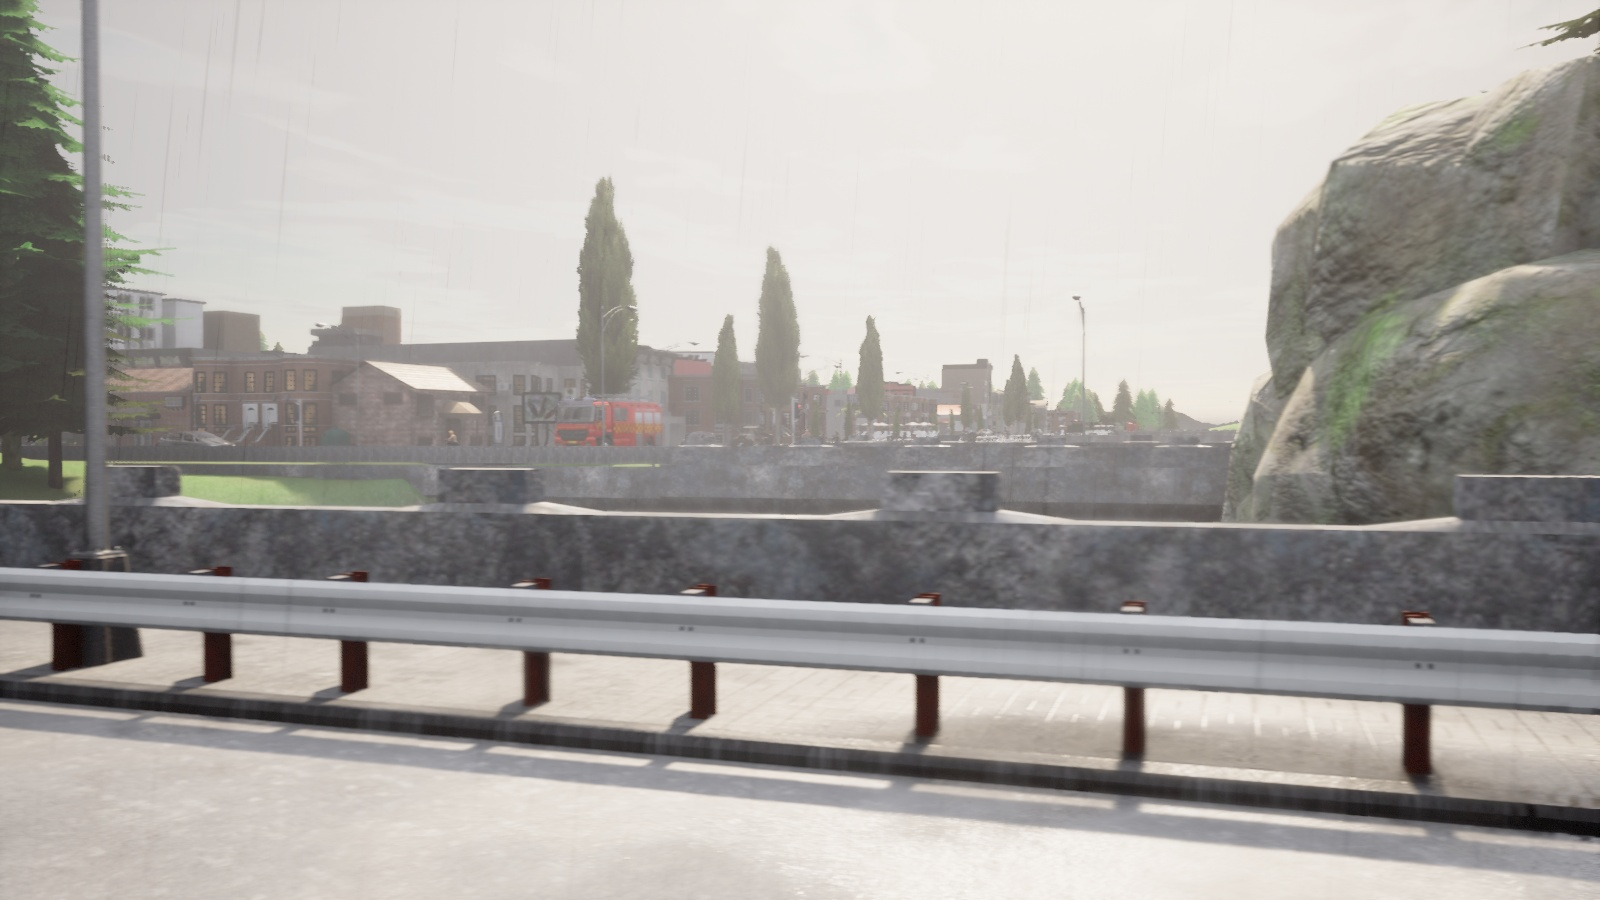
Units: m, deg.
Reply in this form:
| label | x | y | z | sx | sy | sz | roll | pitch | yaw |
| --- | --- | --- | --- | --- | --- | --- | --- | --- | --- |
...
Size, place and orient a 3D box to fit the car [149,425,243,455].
| label | x | y | z | sx | sy | sz | roll | pitch | yaw |
| --- | --- | --- | --- | --- | --- | --- | --- | --- | --- |
| car | -34.554 | -0.610 | 71.853 | 4.611 | 1.667 | 2.242 | 1 | 1 | 19 |

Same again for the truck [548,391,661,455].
| label | x | y | z | sx | sy | sz | roll | pitch | yaw |
| --- | --- | --- | --- | --- | --- | --- | --- | --- | --- |
| truck | -12.219 | -1.656 | 79.440 | 2.891 | 3.827 | 8.468 | 1 | 1 | 24 |

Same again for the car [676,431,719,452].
| label | x | y | z | sx | sy | sz | roll | pitch | yaw |
| --- | --- | --- | --- | --- | --- | --- | --- | --- | --- |
| car | -7.516 | -0.665 | 92.233 | 1.845 | 1.501 | 3.633 | 1 | 1 | 19 |
